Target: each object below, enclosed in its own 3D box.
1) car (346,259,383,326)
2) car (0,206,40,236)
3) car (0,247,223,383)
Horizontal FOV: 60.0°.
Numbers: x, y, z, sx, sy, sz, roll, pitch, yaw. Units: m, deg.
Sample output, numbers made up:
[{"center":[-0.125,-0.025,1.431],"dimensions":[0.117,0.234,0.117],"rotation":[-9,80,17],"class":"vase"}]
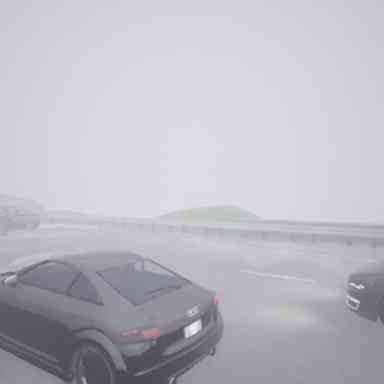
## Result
[{"center":[4.864,1.449,4.729],"dimensions":[4.892,1.490,1.837],"rotation":[0,0,36],"class":"car"},{"center":[-10.780,1.565,18.959],"dimensions":[4.902,1.511,2.128],"rotation":[0,0,30],"class":"car"},{"center":[-1.640,1.570,5.011],"dimensions":[4.181,1.385,1.994],"rotation":[0,0,34],"class":"car"}]
